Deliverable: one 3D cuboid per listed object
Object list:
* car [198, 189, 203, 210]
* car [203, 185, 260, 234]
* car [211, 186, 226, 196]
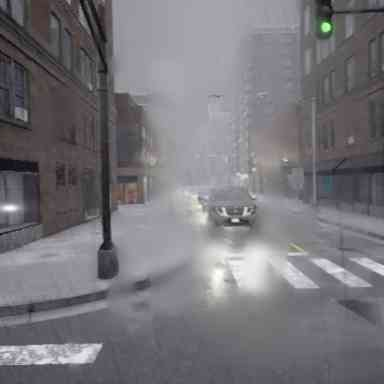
[{"bbox_3d":[1.672,0.748,25.875,1.812,1.442,4.674,-1,2,0],"label":"car"},{"bbox_3d":[1.808,0.715,16.198,2.150,2.045,5.566,-1,2,1],"label":"car"},{"bbox_3d":[4.472,-0.221,56.473,2.128,1.511,4.902,-1,2,-1],"label":"car"}]
